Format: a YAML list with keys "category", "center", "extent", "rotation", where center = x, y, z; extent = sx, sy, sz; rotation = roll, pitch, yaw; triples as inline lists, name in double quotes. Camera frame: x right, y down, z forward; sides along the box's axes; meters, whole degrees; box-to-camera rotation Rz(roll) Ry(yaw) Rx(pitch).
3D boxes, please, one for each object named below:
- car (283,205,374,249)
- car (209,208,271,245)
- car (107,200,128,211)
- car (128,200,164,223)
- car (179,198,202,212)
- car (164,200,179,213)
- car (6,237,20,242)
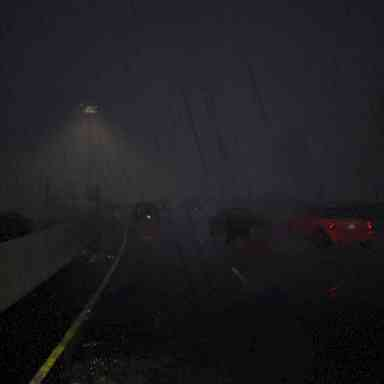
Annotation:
- category: "car"
  center: [5.756, 1.334, 14.703]
  extent: [2.097, 1.767, 4.553]
  rotation: [0, 0, -8]
- category: "car"
  center: [2.086, 1.470, 15.770]
  extent: [1.882, 1.535, 5.008]
  rotation: [0, 0, -9]
- category: "car"
  center: [-9.321, 1.621, 41.513]
  extent: [1.895, 1.301, 4.718]
  rotation: [0, 0, -24]
- category: "car"
  center: [-3.658, 1.511, 25.705]
  extent: [1.837, 1.490, 4.892]
  rotation: [0, 0, -15]
- category: "car"
  center: [-0.388, 1.501, 38.193]
  extent: [1.837, 1.490, 4.892]
  rotation: [0, 0, -21]
- category: "car"
  center: [-3.554, 1.552, 36.866]
  extent: [2.033, 1.411, 5.357]
  rotation: [0, 0, -21]
- category: "car"
  center: [-8.428, 1.569, 14.253]
  extent: [2.033, 1.411, 5.357]
  rotation: [0, 0, -9]
